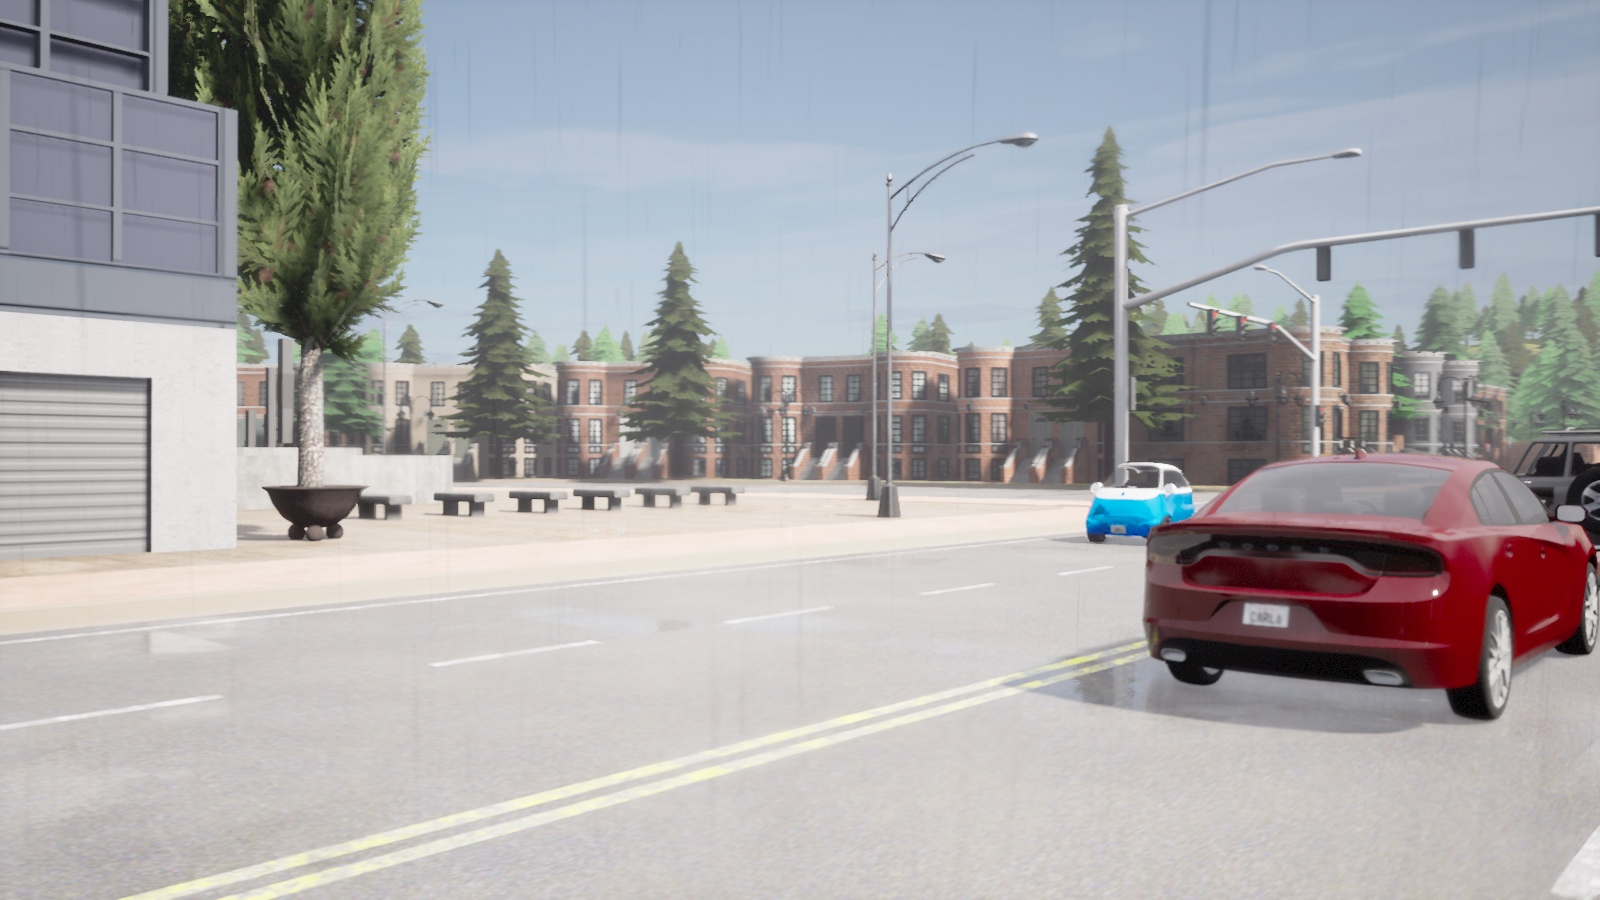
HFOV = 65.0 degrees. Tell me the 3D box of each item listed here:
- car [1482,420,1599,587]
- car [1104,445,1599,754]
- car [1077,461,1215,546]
[{"bbox_3d":[10.217,0.597,15.792,1.932,1.855,4.605,0,0,41],"label":"car"},{"bbox_3d":[4.159,0.748,8.742,1.882,1.535,5.008,0,0,41],"label":"car"},{"bbox_3d":[5.960,0.876,21.574,1.481,1.376,2.207,0,-1,41],"label":"car"}]
